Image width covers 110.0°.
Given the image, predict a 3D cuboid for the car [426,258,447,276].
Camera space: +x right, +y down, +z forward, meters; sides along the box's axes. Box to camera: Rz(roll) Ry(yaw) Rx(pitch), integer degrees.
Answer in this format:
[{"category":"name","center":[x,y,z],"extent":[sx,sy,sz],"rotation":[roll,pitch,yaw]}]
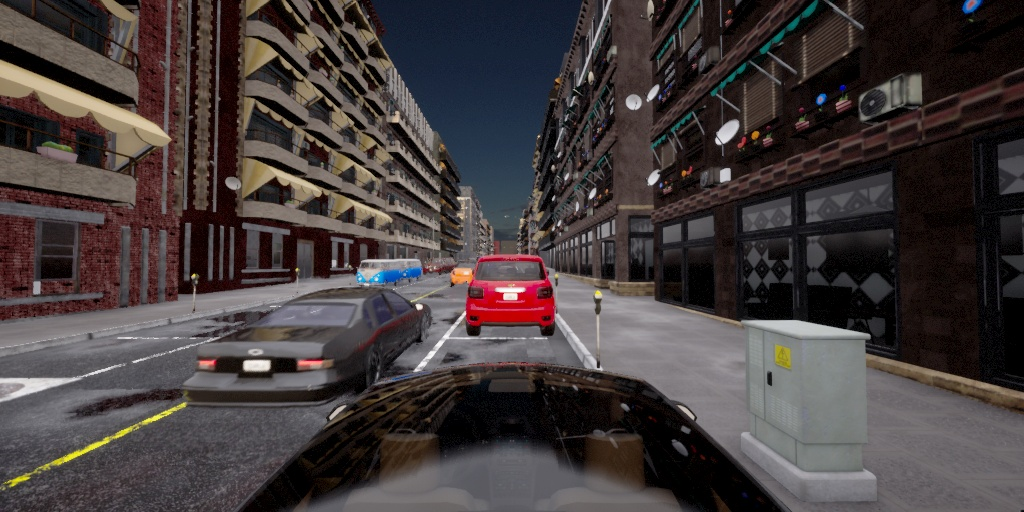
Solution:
[{"category":"car","center":[-8.322,1.115,39.195],"extent":[2.192,1.841,5.009],"rotation":[0,0,0]}]

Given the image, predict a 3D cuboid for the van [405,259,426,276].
[{"category":"van","center":[-8.326,1.118,28.135],"extent":[1.690,1.789,3.998],"rotation":[0,0,0]}]

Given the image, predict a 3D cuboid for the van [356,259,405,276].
[{"category":"van","center":[-8.327,1.108,22.604],"extent":[1.690,1.789,3.998],"rotation":[0,0,0]}]

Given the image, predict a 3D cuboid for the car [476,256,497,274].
[{"category":"car","center":[-3.006,1.032,43.276],"extent":[2.150,2.045,5.566],"rotation":[0,0,0]}]

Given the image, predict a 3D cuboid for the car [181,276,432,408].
[{"category":"car","center":[-2.919,1.300,6.612],"extent":[2.033,1.411,5.357],"rotation":[0,0,0]}]

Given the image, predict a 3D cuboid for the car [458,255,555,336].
[{"category":"car","center":[-0.036,0.983,10.532],"extent":[2.150,2.045,5.566],"rotation":[0,0,0]}]

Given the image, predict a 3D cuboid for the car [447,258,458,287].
[{"category":"car","center":[-2.911,1.124,24.923],"extent":[2.097,1.767,4.553],"rotation":[0,0,0]}]
